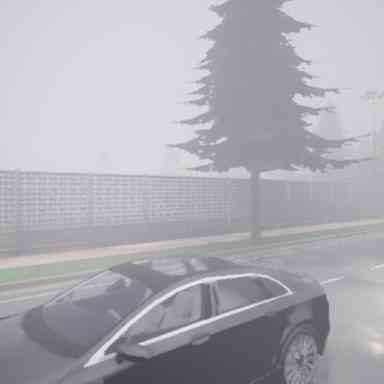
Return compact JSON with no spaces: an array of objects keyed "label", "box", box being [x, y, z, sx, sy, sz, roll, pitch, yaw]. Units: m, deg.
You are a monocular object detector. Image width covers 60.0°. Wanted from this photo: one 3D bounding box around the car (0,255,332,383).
[{"label":"car","box":[-0.410,1.558,3.685,4.902,1.511,2.128,0,-1,-37]}]
